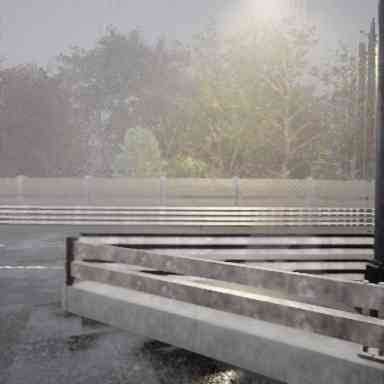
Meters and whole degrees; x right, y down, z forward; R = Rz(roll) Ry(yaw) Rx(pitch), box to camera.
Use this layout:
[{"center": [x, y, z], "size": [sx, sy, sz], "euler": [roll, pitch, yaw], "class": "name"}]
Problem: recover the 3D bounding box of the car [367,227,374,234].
[{"center": [8.810, 1.479, 11.967], "size": [4.892, 1.490, 1.837], "euler": [1, 0, -6], "class": "car"}]
